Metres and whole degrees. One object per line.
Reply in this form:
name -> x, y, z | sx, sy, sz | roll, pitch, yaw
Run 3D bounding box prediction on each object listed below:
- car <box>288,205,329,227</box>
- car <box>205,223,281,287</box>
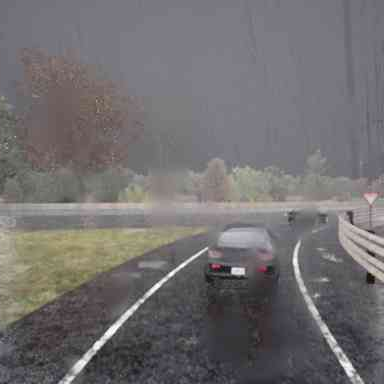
car -> 8.855, 1.742, 25.123 | 1.882, 1.535, 5.008 | -1, 0, 35
car -> 1.568, 1.624, 9.677 | 1.812, 1.442, 4.674 | 0, -1, 13
